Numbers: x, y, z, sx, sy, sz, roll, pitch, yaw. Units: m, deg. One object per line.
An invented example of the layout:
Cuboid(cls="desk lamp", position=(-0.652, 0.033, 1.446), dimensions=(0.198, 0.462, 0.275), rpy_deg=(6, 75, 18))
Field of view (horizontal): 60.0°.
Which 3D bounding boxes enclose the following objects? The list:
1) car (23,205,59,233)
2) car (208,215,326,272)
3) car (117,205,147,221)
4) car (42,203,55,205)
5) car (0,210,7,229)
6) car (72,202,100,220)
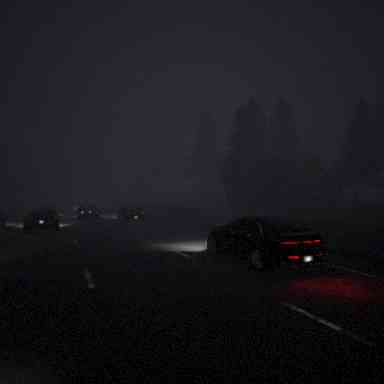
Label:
Cuboid(cls="car", position=(-9.540, 1.749, 21.234), dimensions=(1.994, 1.385, 4.181), rpy_deg=(0, -1, -22))
Cuboid(cls="car", position=(2.148, 1.523, 10.996), dimensions=(1.837, 1.490, 4.892), rpy_deg=(0, 0, -22))
Cuboid(cls="car", position=(-5.572, 1.844, 30.092), dimensions=(1.895, 1.301, 4.718), rpy_deg=(0, -1, -22))
Cuboid(cls="car", position=(-15.038, 1.914, 34.830), dimensions=(1.812, 1.442, 4.674), rpy_deg=(0, -1, -22))
Cuboid(cls="car", position=(-13.916, 1.767, 22.718), dimensions=(1.812, 1.442, 4.674), rpy_deg=(0, -1, -22))
Cuboid(cls="car", position=(-9.838, 1.846, 31.302), dimensions=(2.033, 1.411, 5.357), rpy_deg=(0, -1, -22))
